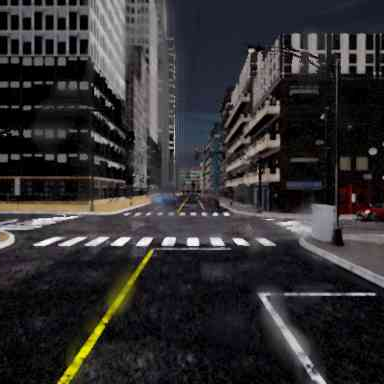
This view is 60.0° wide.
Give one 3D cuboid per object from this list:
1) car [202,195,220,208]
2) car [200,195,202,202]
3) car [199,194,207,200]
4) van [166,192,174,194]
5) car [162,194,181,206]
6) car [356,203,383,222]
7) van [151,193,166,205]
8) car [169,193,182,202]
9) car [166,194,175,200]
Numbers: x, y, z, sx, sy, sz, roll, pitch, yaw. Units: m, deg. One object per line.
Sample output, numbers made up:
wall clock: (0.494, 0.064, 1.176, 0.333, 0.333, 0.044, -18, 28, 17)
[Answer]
car: (2.682, 1.422, 44.134, 1.947, 1.339, 4.313, 0, 0, 0)
car: (2.679, 1.371, 54.101, 1.887, 1.381, 4.507, 0, 0, 0)
car: (2.675, 1.287, 82.372, 1.887, 1.381, 4.507, 0, 0, 0)
van: (-5.705, 1.099, 76.715, 1.690, 1.788, 3.998, 0, 0, 0)
car: (-3.066, 1.438, 50.255, 1.895, 1.301, 4.718, 0, 0, 0)
car: (16.023, 1.666, 27.945, 4.097, 1.590, 1.967, 1, -1, -1)
van: (-5.702, 1.166, 54.098, 1.690, 1.788, 3.998, 0, 0, 0)
car: (-3.015, 1.334, 65.938, 2.033, 1.411, 5.357, 0, 0, 0)
car: (-5.706, 1.276, 88.025, 2.008, 1.369, 4.403, 0, 0, 0)
